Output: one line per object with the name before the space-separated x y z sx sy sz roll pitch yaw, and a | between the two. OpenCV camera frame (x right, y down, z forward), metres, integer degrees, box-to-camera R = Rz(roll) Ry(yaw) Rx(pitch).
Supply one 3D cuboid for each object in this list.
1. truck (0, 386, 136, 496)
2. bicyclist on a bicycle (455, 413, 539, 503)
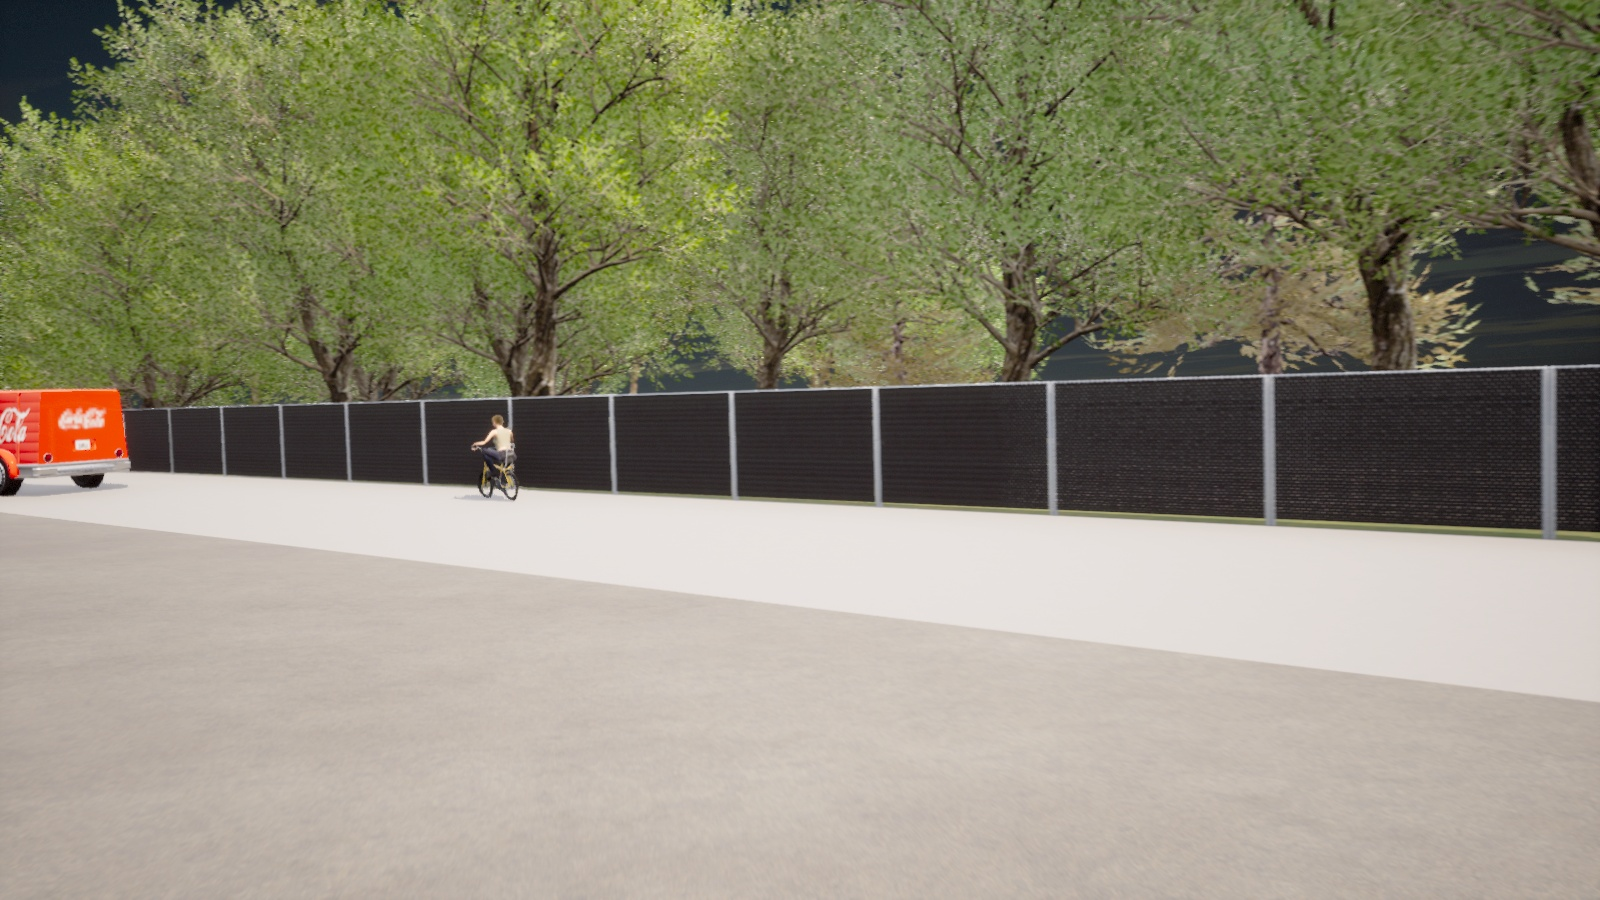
truck | -19.202 -0.249 30.522 5.204 2.467 2.627 0 3 23
bicyclist on a bicycle | -5.745 0.127 23.753 0.866 1.612 1.509 -4 4 -42
